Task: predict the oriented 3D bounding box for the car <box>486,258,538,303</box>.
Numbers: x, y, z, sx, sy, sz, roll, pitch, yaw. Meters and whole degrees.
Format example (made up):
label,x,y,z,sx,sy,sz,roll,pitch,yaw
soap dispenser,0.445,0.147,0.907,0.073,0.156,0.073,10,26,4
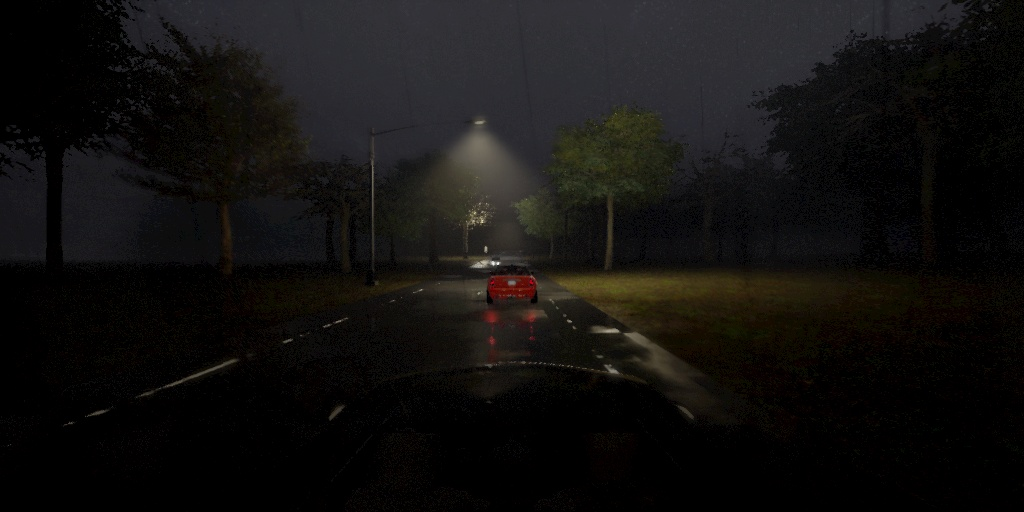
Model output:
label,x,y,z,sx,sy,sz,roll,pitch,yaw
car,0.000,1.099,16.471,2.097,1.767,4.553,0,0,0
